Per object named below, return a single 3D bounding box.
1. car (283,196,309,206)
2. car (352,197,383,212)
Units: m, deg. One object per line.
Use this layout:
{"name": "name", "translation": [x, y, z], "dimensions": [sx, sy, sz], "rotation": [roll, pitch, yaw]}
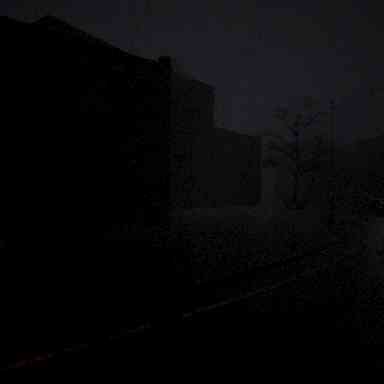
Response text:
{"name": "car", "translation": [14.480, 1.257, 46.526], "dimensions": [1.994, 1.385, 4.181], "rotation": [1, 0, -14]}
{"name": "car", "translation": [19.343, 1.315, 36.376], "dimensions": [1.882, 1.535, 5.008], "rotation": [1, 1, 2]}
